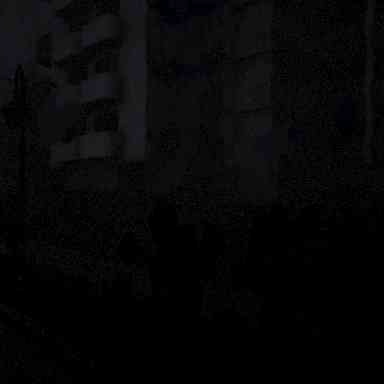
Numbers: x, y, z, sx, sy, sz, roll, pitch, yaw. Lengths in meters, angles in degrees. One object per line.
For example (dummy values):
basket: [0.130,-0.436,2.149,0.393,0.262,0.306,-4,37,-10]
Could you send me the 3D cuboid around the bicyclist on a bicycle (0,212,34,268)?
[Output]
bicyclist on a bicycle: [-5.140,1.339,9.047,0.582,1.620,1.656,0,0,41]
